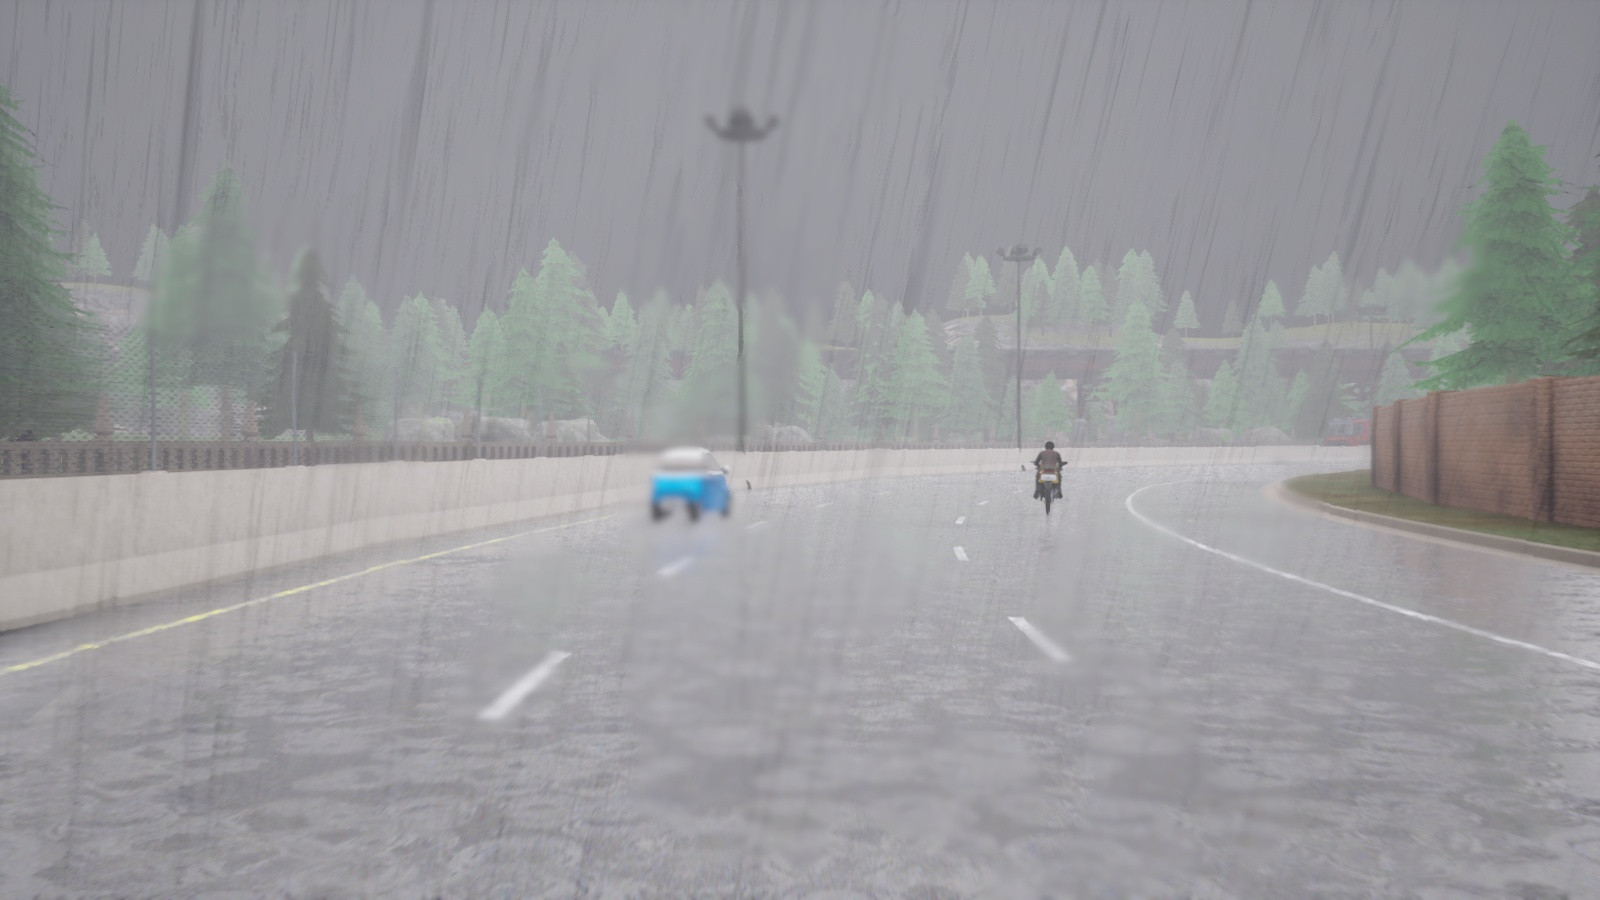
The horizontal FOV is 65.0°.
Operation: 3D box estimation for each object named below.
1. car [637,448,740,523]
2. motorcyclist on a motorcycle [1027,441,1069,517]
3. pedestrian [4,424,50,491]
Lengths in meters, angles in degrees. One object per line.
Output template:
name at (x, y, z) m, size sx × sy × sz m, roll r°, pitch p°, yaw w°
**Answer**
car at (-2.135, 0.661, 24.506) m, size 1.481 × 1.376 × 2.207 m, roll 0°, pitch 1°, yaw 10°
motorcyclist on a motorcycle at (5.292, 0.582, 26.751) m, size 0.797 × 1.523 × 2.044 m, roll 2°, pitch 1°, yaw 12°
pedestrian at (-21.583, 0.190, 35.068) m, size 0.634 × 1.844 × 0.899 m, roll 0°, pitch 0°, yaw 15°
